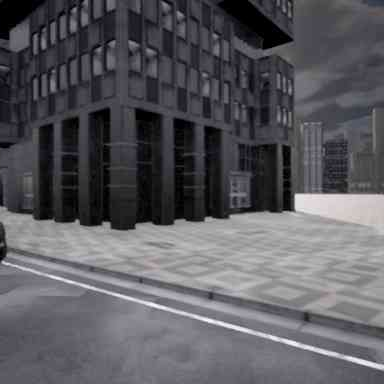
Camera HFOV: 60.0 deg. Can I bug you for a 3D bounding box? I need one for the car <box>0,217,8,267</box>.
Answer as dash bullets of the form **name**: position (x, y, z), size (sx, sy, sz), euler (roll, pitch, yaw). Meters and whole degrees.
- **car**: position (-7.446, 1.194, 9.612), size (5.566, 2.045, 2.150), euler (0, 0, 38)
